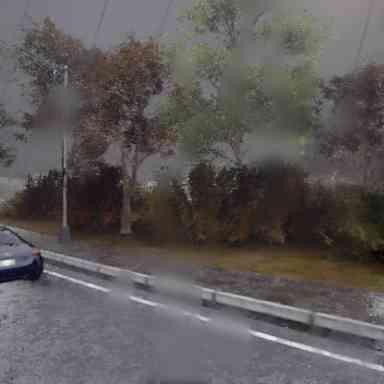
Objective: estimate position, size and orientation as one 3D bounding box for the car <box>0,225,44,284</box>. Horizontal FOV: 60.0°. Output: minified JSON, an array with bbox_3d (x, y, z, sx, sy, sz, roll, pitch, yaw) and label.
[{"bbox_3d":[-5.709,1.577,8.846,4.181,1.385,1.994,0,0,41],"label":"car"}]
